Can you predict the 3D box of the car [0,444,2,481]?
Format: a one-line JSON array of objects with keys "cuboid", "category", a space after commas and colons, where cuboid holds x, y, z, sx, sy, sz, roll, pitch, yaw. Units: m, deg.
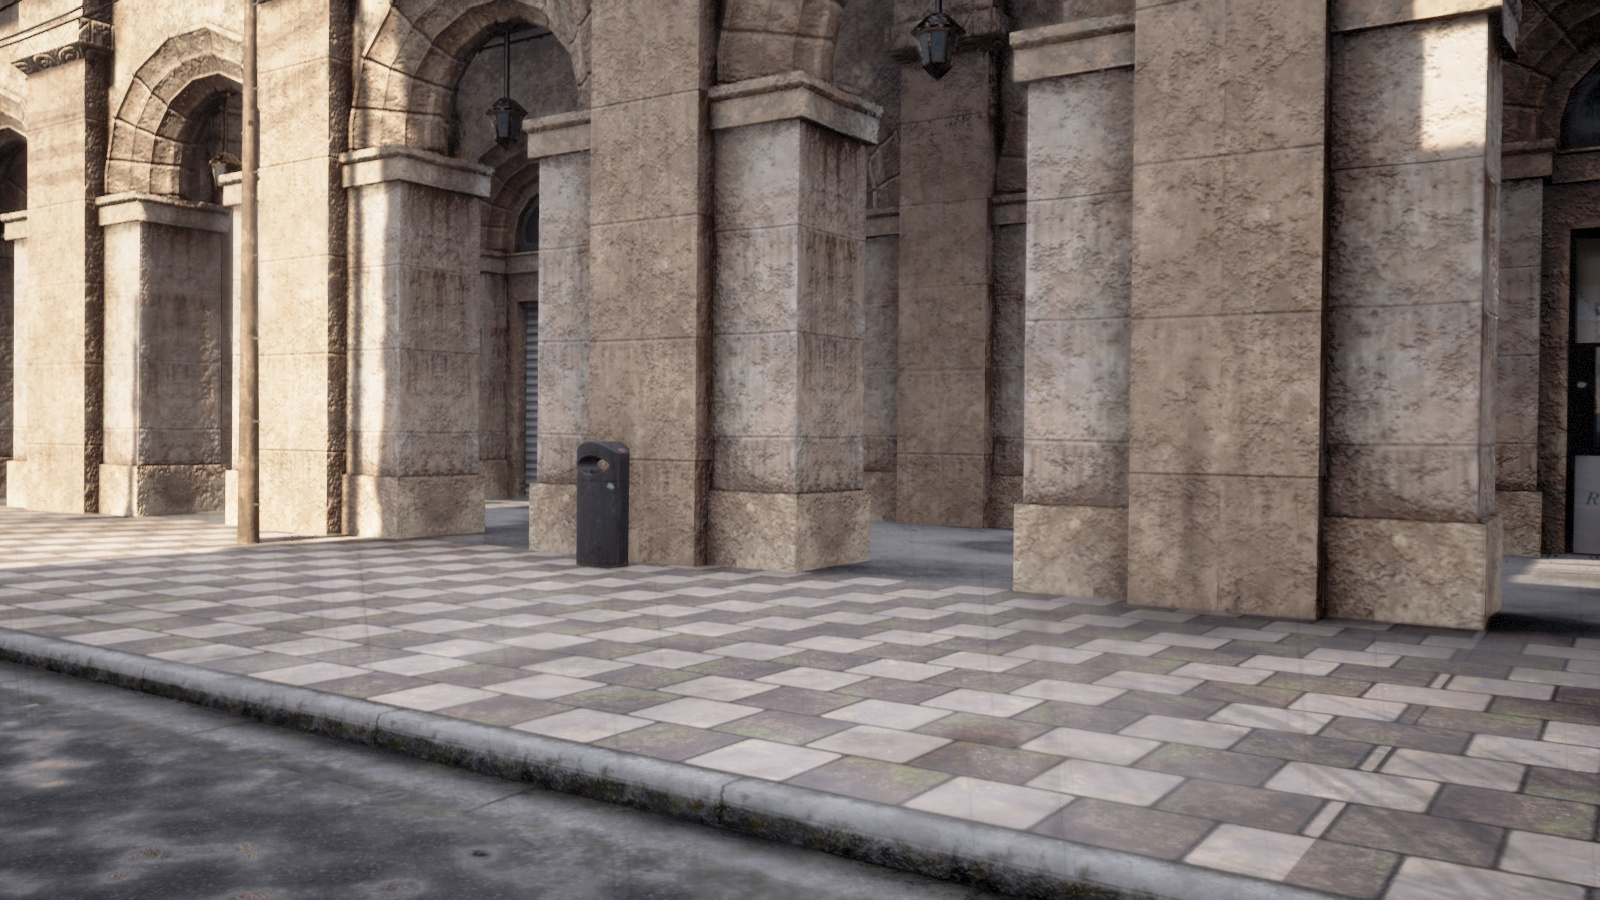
[{"cuboid": [-30.009, 0.482, 42.476, 1.895, 1.301, 4.718, 0, 1, 34], "category": "car"}]
